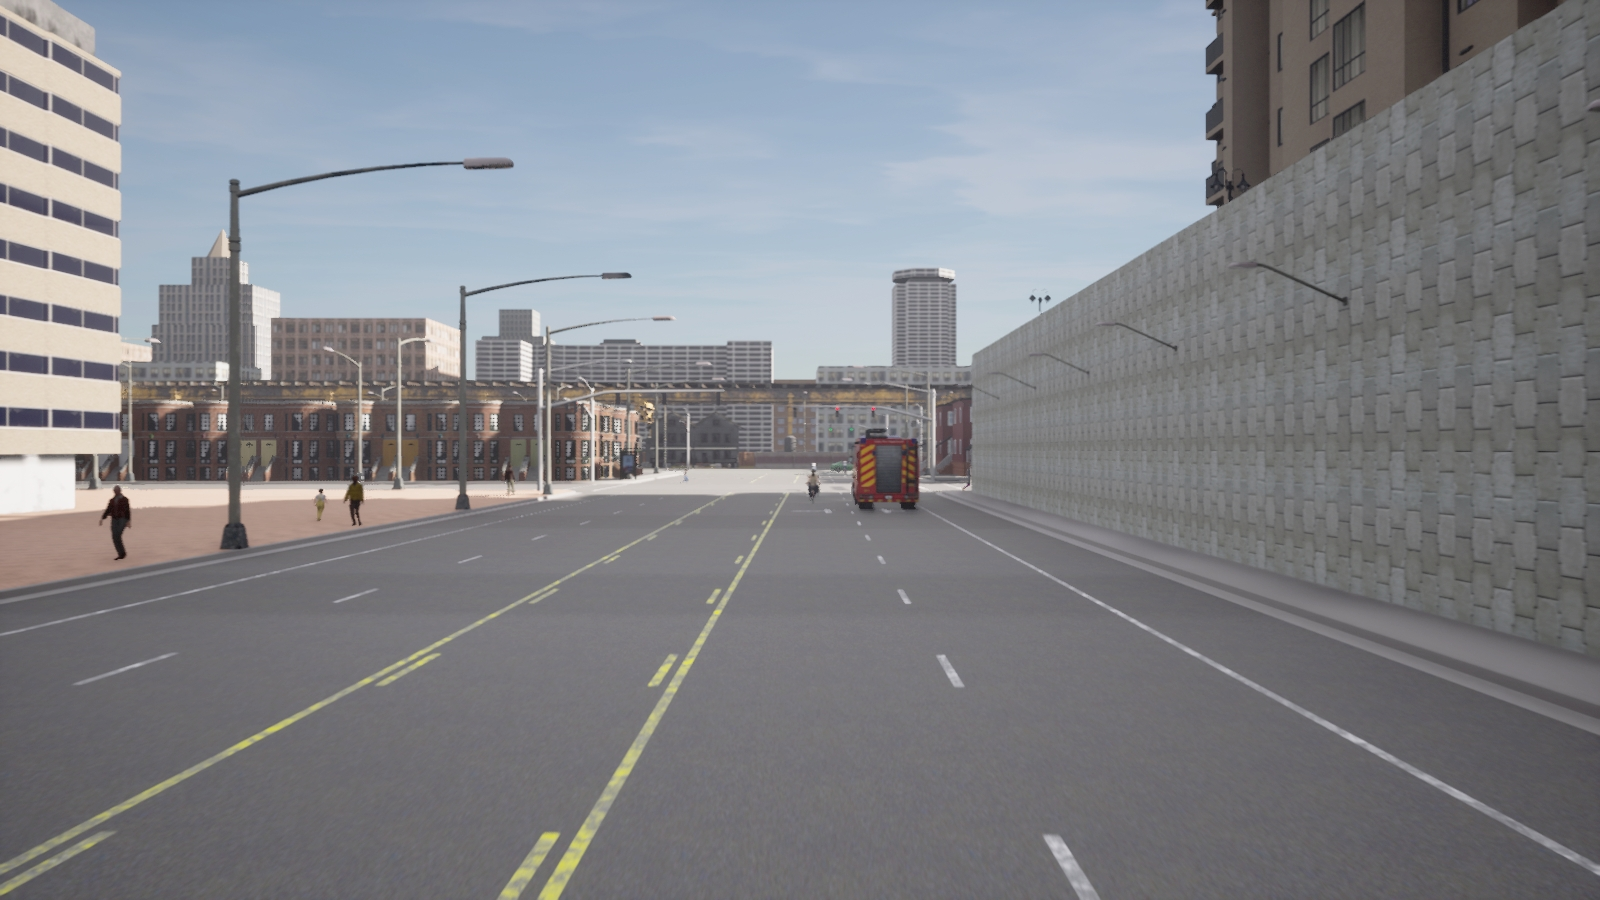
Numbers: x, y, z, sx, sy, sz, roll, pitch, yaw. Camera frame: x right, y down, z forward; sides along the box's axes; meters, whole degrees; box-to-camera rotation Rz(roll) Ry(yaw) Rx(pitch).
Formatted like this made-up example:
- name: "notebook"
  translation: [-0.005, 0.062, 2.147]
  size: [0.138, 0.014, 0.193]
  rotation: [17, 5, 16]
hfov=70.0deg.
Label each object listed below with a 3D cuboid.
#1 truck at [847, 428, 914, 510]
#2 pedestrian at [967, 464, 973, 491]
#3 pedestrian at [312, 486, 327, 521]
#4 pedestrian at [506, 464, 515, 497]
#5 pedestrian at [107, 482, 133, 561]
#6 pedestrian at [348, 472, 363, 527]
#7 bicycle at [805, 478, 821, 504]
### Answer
- name: "truck"
  translation: [3.910, 0.890, 57.266]
  size: [2.891, 3.827, 8.468]
  rotation: [0, 0, 1]
- name: "pedestrian"
  translation: [11.431, 1.846, 76.725]
  size: [0.375, 1.860, 0.375]
  rotation: [0, 0, 3]
- name: "pedestrian"
  translation: [-17.984, 1.994, 42.763]
  size: [0.375, 1.300, 0.375]
  rotation: [0, 0, 1]
- name: "pedestrian"
  translation: [-16.261, 1.697, 64.191]
  size: [0.375, 1.860, 0.375]
  rotation: [0, 0, 4]
- name: "pedestrian"
  translation: [-16.183, 1.698, 27.189]
  size: [0.375, 1.860, 0.375]
  rotation: [0, 0, 1]
- name: "pedestrian"
  translation: [-15.314, 1.696, 39.374]
  size: [0.375, 1.860, 0.375]
  rotation: [0, 0, -3]
- name: "bicycle"
  translation: [0.684, 2.144, 59.648]
  size: [0.859, 1.301, 1.487]
  rotation: [0, 1, 1]
